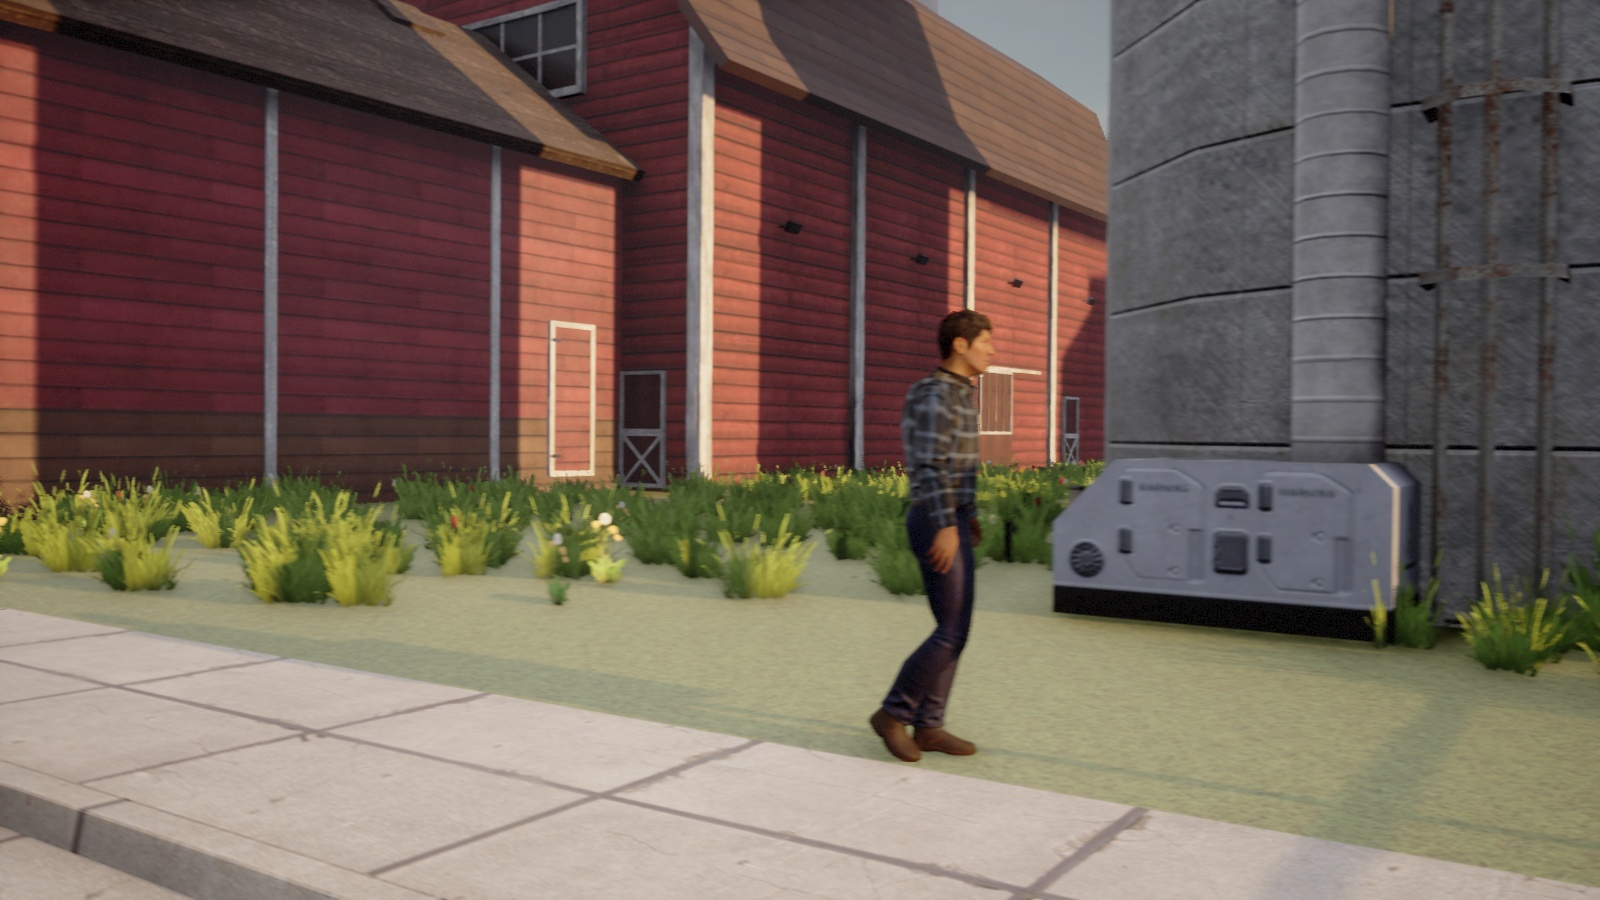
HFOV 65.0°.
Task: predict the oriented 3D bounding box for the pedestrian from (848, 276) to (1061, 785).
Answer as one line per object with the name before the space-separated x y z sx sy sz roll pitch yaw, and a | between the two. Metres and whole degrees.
pedestrian | 0.640 0.309 5.117 0.788 1.949 0.423 0 1 16
